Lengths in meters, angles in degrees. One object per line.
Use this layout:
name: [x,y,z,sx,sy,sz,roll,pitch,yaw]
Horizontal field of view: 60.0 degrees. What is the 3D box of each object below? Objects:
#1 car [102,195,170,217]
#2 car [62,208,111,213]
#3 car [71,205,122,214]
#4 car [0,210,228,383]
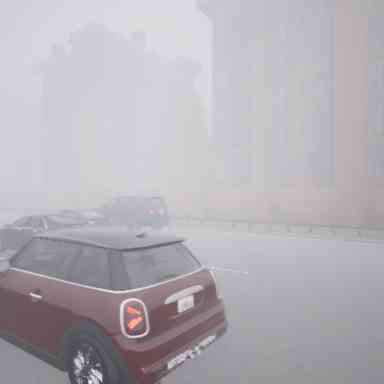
car: [-3.829,1.222,19.612,5.566,2.045,2.150,0,0,35]
car: [-5.398,1.505,12.133,4.892,1.490,1.837,0,0,35]
car: [-5.981,1.525,16.837,4.674,1.442,1.812,0,0,35]
car: [-1.783,1.353,5.249,4.553,1.767,2.097,0,0,36]
